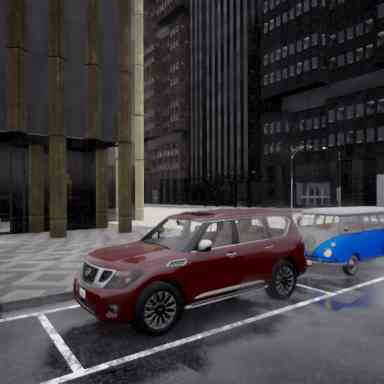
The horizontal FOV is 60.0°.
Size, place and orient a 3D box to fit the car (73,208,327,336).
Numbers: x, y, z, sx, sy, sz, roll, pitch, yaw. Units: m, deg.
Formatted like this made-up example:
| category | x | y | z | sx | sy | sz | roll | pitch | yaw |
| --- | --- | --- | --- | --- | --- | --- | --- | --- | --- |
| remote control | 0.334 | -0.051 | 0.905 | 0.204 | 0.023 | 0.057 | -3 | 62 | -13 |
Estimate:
| category | x | y | z | sx | sy | sz | roll | pitch | yaw |
| --- | --- | --- | --- | --- | --- | --- | --- | --- | --- |
| car | 0.268 | 1.315 | 6.849 | 5.009 | 1.841 | 2.192 | 0 | 0 | -36 |

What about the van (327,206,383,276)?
| category | x | y | z | sx | sy | sz | roll | pitch | yaw |
| --- | --- | --- | --- | --- | --- | --- | --- | --- | --- |
| van | 4.766 | 1.341 | 10.058 | 3.998 | 1.788 | 1.690 | 0 | 0 | -36 |
